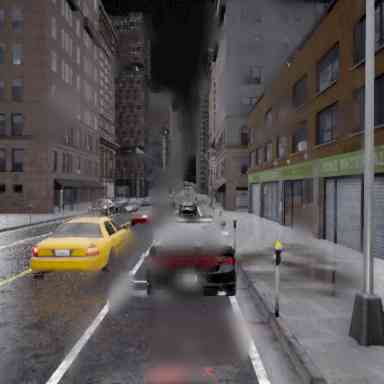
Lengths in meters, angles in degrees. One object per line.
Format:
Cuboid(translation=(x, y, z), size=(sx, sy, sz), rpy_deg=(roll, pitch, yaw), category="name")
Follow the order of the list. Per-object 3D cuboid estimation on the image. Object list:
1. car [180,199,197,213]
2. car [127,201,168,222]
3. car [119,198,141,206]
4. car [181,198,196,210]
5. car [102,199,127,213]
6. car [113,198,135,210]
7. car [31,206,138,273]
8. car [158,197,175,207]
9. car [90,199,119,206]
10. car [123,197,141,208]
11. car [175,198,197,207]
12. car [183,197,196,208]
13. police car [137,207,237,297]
Cuboid(translation=(-0.393, 1.546, 38.589), size=(1.887, 1.381, 4.507), rpy_deg=(-1, 0, 0), category="car")
Cuboid(translation=(-3.069, 1.562, 23.684), size=(1.994, 1.385, 4.181), rpy_deg=(0, 0, 0), category="car")
Cuboid(translation=(-6.231, 1.491, 35.033), size=(2.128, 1.511, 4.902), rpy_deg=(0, 0, 0), category="car")
Cuboid(translation=(-0.393, 1.548, 44.094), size=(1.887, 1.381, 4.507), rpy_deg=(-1, 0, 0), category="car")
Cuboid(translation=(-8.918, 1.567, 38.589), size=(1.947, 1.339, 4.313), rpy_deg=(-1, 0, 0), category="car")
Cuboid(translation=(-8.918, 1.554, 44.095), size=(2.008, 1.369, 4.403), rpy_deg=(-1, 0, 0), category="car")
Cuboid(translation=(-3.146, 1.455, 10.638), size=(1.801, 1.575, 5.366), rpy_deg=(0, 0, 0), category="car")
Cuboid(translation=(-3.066, 1.354, 40.105), size=(2.097, 1.767, 4.553), rpy_deg=(0, 0, 0), category="car")
Cuboid(translation=(-8.920, 1.439, 33.084), size=(1.967, 1.590, 4.097), rpy_deg=(-1, 0, 0), category="car")
Cuboid(translation=(-8.918, 1.549, 49.600), size=(1.887, 1.381, 4.507), rpy_deg=(-1, 0, 0), category="car")
Cuboid(translation=(-0.393, 1.565, 33.084), size=(1.947, 1.339, 4.313), rpy_deg=(-1, 0, 0), category="car")
Cuboid(translation=(-0.393, 1.550, 49.600), size=(1.887, 1.381, 4.507), rpy_deg=(-1, 0, 0), category="car")
Cuboid(translation=(-0.011, 1.423, 8.761), size=(1.930, 1.638, 5.238), rpy_deg=(0, 0, 0), category="police car")
